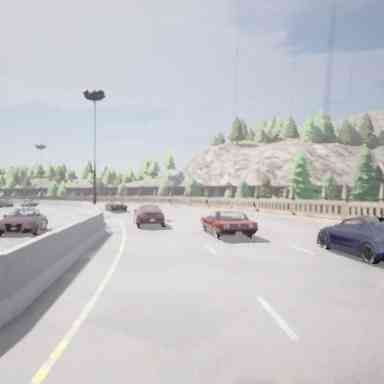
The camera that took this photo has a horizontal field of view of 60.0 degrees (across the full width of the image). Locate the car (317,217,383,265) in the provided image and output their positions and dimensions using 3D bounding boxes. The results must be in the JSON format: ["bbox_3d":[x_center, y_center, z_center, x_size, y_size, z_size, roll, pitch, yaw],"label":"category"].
[{"bbox_3d":[6.147,1.555,11.666,1.994,1.385,4.181,0,0,-6],"label":"car"}]

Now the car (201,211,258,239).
[{"bbox_3d":[1.771,1.625,17.514,1.895,1.301,4.718,0,0,-10],"label":"car"}]

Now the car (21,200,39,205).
[{"bbox_3d":[-27.663,1.974,56.759,1.895,1.301,4.718,-1,0,-38],"label":"car"}]

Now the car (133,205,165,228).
[{"bbox_3d":[-3.001,1.593,22.852,1.812,1.442,4.674,0,0,-14],"label":"car"}]

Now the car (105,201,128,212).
[{"bbox_3d":[-9.363,1.764,40.800,1.895,1.301,4.718,0,0,-25],"label":"car"}]

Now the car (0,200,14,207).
[{"bbox_3d":[-31.068,1.977,55.426,1.994,1.385,4.181,-1,0,-39],"label":"car"}]

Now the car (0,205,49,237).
[{"bbox_3d":[-9.416,1.659,18.690,1.994,1.385,4.181,0,0,-13],"label":"car"}]
